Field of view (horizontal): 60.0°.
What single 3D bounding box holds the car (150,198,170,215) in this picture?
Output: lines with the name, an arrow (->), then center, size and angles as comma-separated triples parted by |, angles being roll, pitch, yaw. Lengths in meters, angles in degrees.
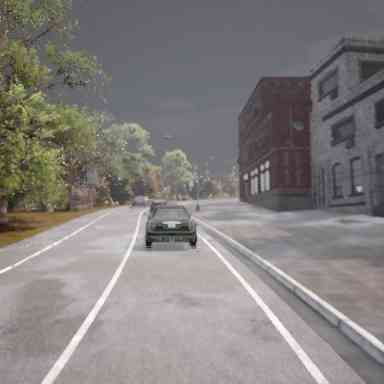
car -> -3.245, 1.402, 33.659 | 1.837, 1.490, 4.892 | 0, 1, -5

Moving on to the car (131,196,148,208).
car -> -6.994, 1.326, 45.738 | 1.837, 1.490, 4.892 | -1, 0, 4

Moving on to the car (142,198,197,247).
car -> -1.020, 1.344, 15.181 | 2.097, 1.767, 4.553 | 0, 0, -6
